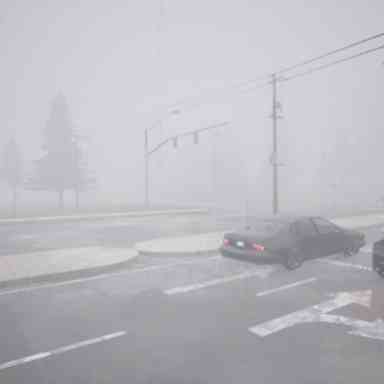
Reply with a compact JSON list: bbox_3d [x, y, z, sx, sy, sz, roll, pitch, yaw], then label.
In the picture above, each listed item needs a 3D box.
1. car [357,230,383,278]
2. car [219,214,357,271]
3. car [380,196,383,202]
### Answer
[{"bbox_3d":[6.399,1.355,8.379,4.892,1.490,1.837,-1,1,-36],"label":"car"},{"bbox_3d":[3.341,1.417,10.477,5.357,1.411,2.033,-1,1,-36],"label":"car"},{"bbox_3d":[29.925,0.803,49.586,4.718,1.301,1.895,-1,1,-35],"label":"car"}]
